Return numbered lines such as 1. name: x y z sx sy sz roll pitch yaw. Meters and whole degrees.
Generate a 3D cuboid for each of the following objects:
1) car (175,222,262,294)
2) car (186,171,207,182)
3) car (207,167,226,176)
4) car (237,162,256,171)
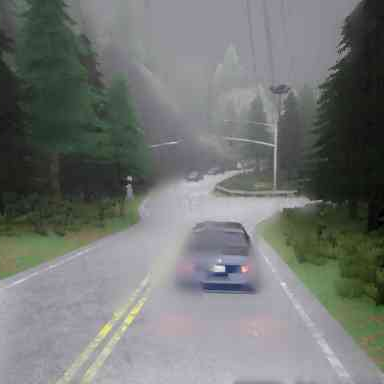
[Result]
1. car: 0.721 1.498 8.849 2.033 1.411 5.357 0 0 5
2. car: 0.534 -2.566 55.074 1.837 1.490 4.892 2 10 19
3. car: 4.600 -4.046 63.620 2.128 1.511 4.902 4 10 36
4. car: 11.835 -5.477 70.998 4.892 1.490 1.837 -9 9 -36
